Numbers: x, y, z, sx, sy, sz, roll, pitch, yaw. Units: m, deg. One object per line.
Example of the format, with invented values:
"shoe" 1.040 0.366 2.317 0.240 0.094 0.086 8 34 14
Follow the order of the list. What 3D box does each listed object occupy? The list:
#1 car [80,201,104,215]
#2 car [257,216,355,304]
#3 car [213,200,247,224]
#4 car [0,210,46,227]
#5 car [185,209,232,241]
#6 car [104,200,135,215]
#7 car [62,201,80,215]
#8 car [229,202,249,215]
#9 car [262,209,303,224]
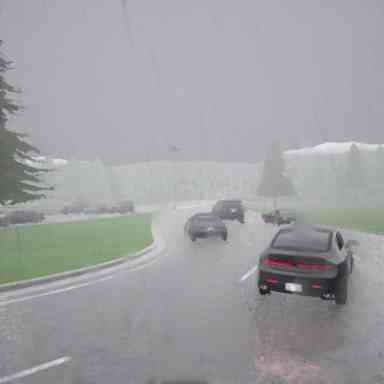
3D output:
"car" -13.837 2.423 48.484 2.097 1.767 4.553 -1 -1 12
"car" 3.068 1.625 8.612 1.837 1.490 4.892 0 0 27
"car" 3.194 1.722 29.950 2.150 2.045 5.566 -1 -1 -5
"car" -15.977 2.321 30.235 2.033 1.411 5.357 -1 -1 25
"car" 0.725 1.902 18.955 1.994 1.385 4.181 -1 -1 -6
"car" -10.197 2.247 48.733 2.150 2.045 5.566 -1 -1 12
"car" -17.127 2.362 49.754 2.150 2.045 5.566 -1 -1 12
"car" 6.451 2.232 45.887 2.128 1.511 4.902 -1 -1 1
"car" 7.061 1.981 26.219 1.895 1.301 4.718 -1 -1 -6
